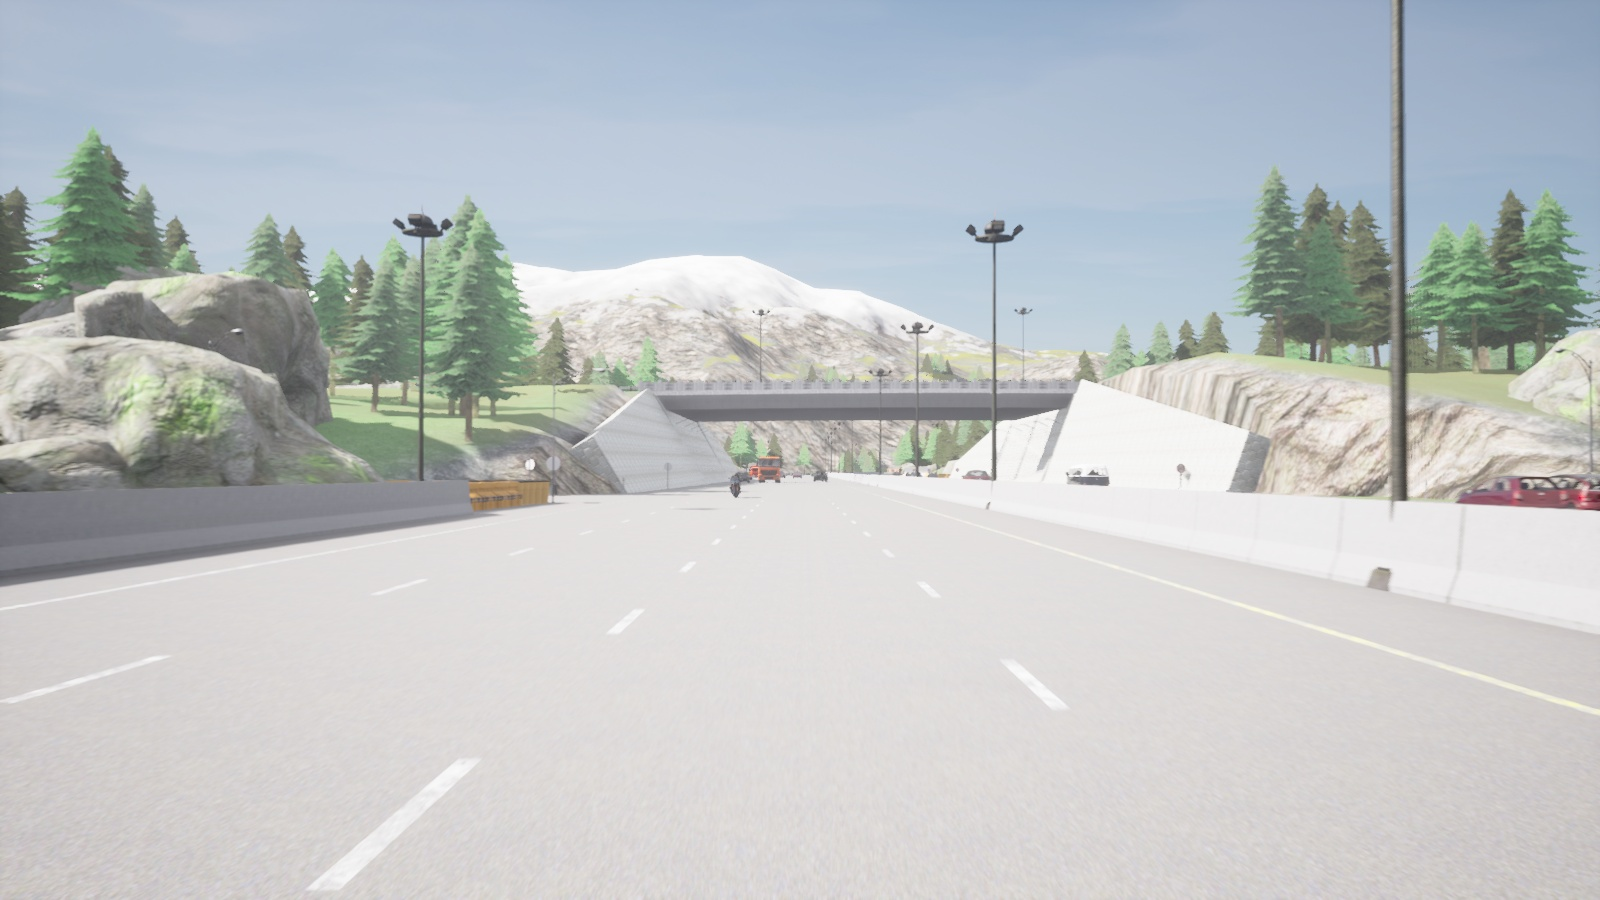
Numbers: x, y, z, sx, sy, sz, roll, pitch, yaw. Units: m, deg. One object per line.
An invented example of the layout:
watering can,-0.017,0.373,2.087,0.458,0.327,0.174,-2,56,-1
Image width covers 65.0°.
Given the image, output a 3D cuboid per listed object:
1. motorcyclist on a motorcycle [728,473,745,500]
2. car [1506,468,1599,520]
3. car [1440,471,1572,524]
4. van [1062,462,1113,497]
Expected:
motorcyclist on a motorcycle,-3.676,2.076,72.644,0.866,1.530,2.191,0,-1,0
car,24.403,1.362,39.940,1.789,1.549,3.705,0,-1,0
car,20.909,1.368,37.370,1.845,1.501,3.633,0,-1,0
van,17.315,1.735,75.819,2.069,2.038,4.480,0,-1,0
